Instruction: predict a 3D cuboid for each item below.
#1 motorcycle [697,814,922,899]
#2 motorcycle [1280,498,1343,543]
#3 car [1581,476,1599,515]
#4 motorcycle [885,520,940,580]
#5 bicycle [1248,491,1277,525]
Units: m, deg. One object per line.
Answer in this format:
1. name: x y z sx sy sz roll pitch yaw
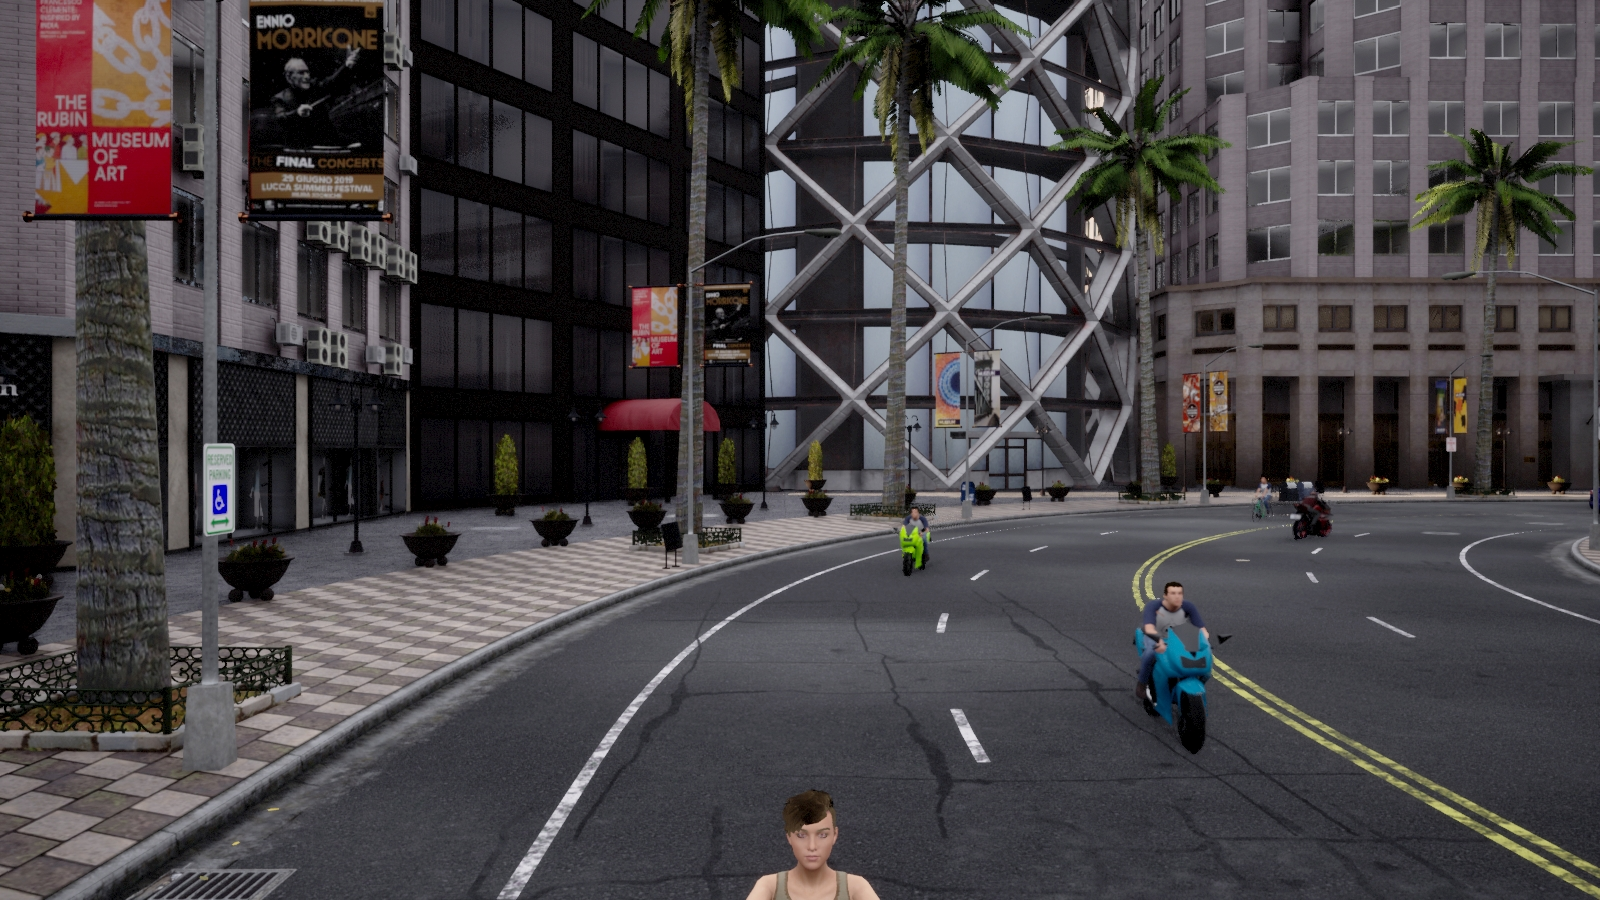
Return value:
1. motorcycle: 0.030 2.170 3.616 0.764 1.277 2.356 0 0 1
2. motorcycle: 16.136 2.205 36.021 2.209 1.251 0.867 0 2 -39
3. car: 36.842 1.968 49.589 4.611 1.667 2.242 0 0 -11
4. motorcycle: 2.550 2.213 25.689 0.803 1.145 2.033 1 0 18
5. bicycle: 17.658 2.206 43.629 1.643 1.196 0.373 0 0 -43
